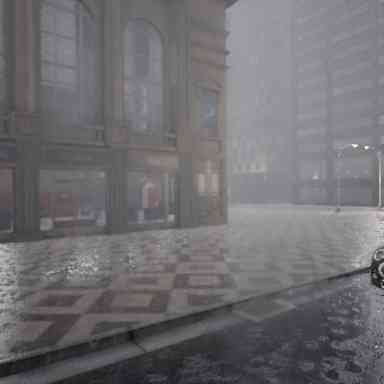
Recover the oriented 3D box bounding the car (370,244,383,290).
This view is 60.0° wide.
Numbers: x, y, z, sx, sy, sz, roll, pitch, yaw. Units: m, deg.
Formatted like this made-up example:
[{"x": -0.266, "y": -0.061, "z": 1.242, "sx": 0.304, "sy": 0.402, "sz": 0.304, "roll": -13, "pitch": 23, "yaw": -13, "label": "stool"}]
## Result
[{"x": 6.139, "y": 1.321, "z": 7.721, "sx": 4.553, "sy": 1.767, "sz": 2.097, "roll": 0, "pitch": 0, "yaw": -35, "label": "car"}]
